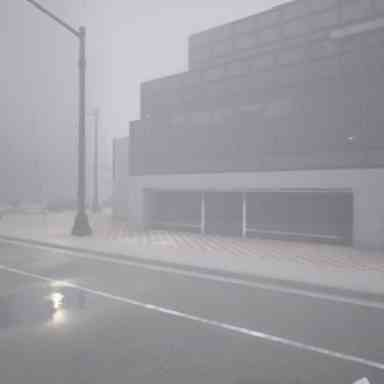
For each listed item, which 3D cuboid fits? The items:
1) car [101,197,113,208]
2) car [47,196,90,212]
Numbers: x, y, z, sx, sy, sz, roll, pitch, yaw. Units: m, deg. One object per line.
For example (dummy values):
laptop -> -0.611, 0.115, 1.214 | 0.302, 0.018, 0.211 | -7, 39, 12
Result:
car -> -10.708, 1.400, 47.378 | 1.837, 1.490, 4.892 | 1, 0, 36
car -> -13.710, 1.234, 37.271 | 2.097, 1.767, 4.553 | 1, 0, 36
